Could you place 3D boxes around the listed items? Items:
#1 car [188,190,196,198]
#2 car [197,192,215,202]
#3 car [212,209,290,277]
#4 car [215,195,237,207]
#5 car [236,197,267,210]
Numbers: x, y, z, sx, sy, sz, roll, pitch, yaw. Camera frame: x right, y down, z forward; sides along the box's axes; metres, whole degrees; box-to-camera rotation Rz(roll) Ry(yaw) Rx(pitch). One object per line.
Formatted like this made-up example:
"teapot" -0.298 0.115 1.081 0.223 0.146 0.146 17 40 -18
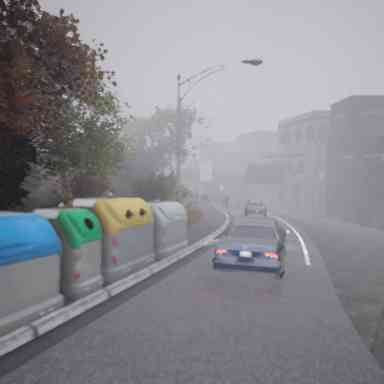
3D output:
"car" -0.032 0.264 62.302 1.994 1.385 4.181 -1 4 -17
"car" 2.636 0.823 53.414 1.895 1.301 4.718 -1 3 -15
"car" 2.002 1.529 10.404 2.033 1.411 5.357 1 1 17
"car" 4.882 1.130 42.824 2.128 1.511 4.902 -1 2 -7
"car" 5.479 1.358 29.732 2.128 1.511 4.902 0 0 3
